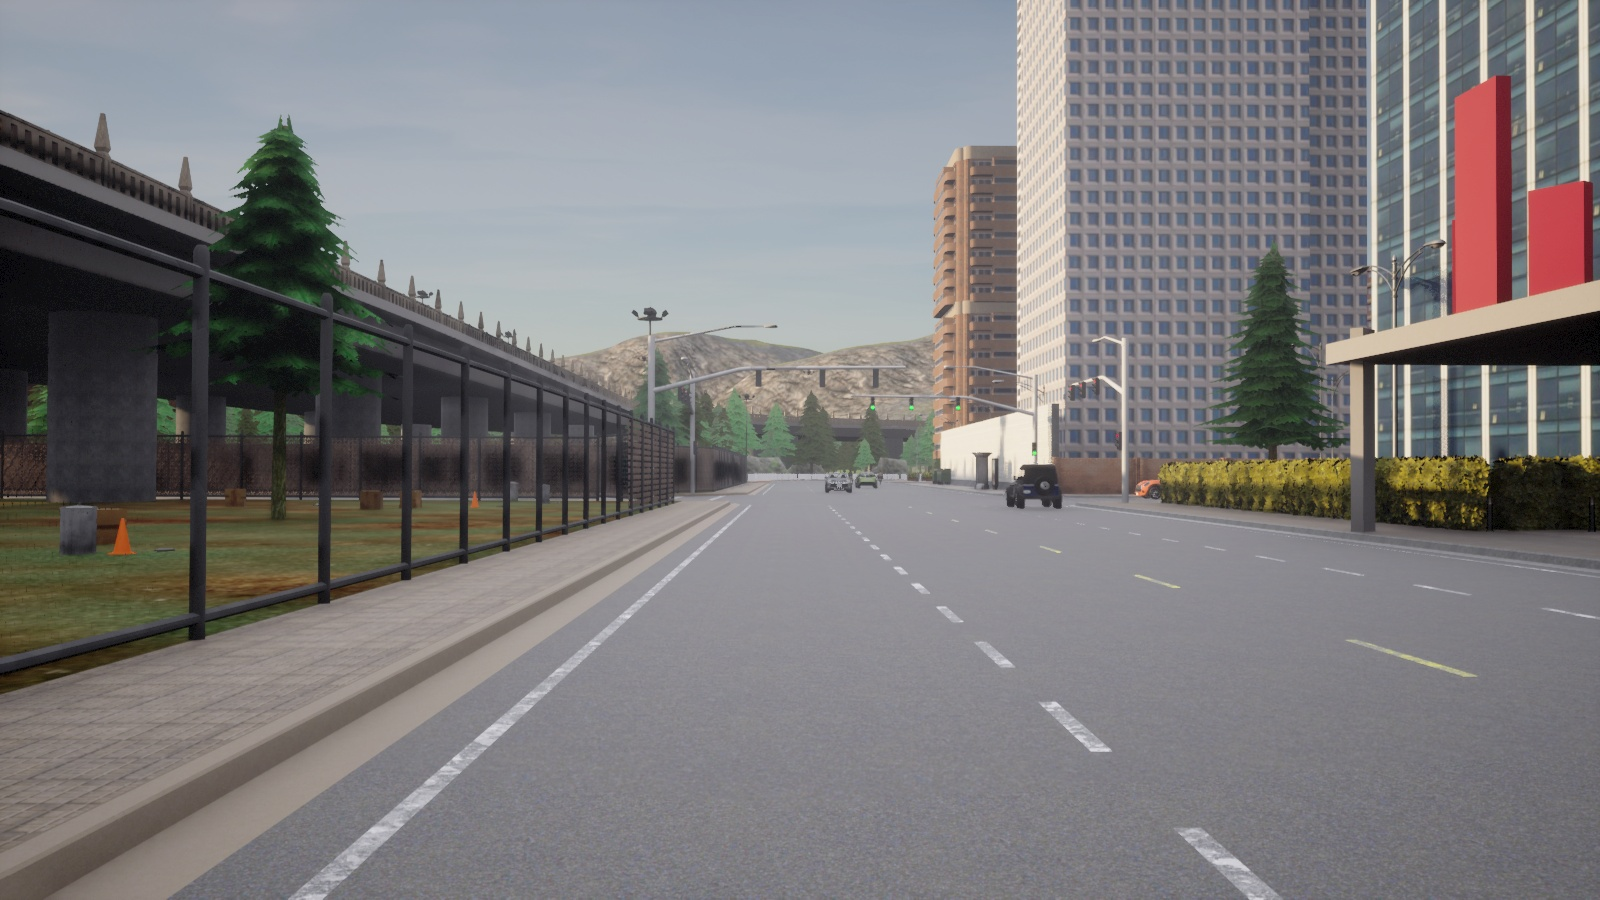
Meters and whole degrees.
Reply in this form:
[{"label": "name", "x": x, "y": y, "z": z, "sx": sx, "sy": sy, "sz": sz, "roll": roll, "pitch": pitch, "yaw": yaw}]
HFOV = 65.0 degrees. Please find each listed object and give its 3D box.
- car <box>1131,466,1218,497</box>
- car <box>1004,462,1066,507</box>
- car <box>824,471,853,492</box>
[{"label": "car", "x": 22.453, "y": 1.882, "z": 75.348, "sx": 4.553, "sy": 1.767, "sz": 2.097, "roll": 0, "pitch": -1, "yaw": -1}, {"label": "car", "x": 10.074, "y": 1.464, "z": 54.081, "sx": 1.905, "sy": 1.878, "sz": 3.866, "roll": 0, "pitch": -1, "yaw": 0}, {"label": "car", "x": 2.784, "y": 2.264, "z": 90.598, "sx": 1.970, "sy": 1.475, "sz": 3.806, "roll": 0, "pitch": -1, "yaw": 0}]
